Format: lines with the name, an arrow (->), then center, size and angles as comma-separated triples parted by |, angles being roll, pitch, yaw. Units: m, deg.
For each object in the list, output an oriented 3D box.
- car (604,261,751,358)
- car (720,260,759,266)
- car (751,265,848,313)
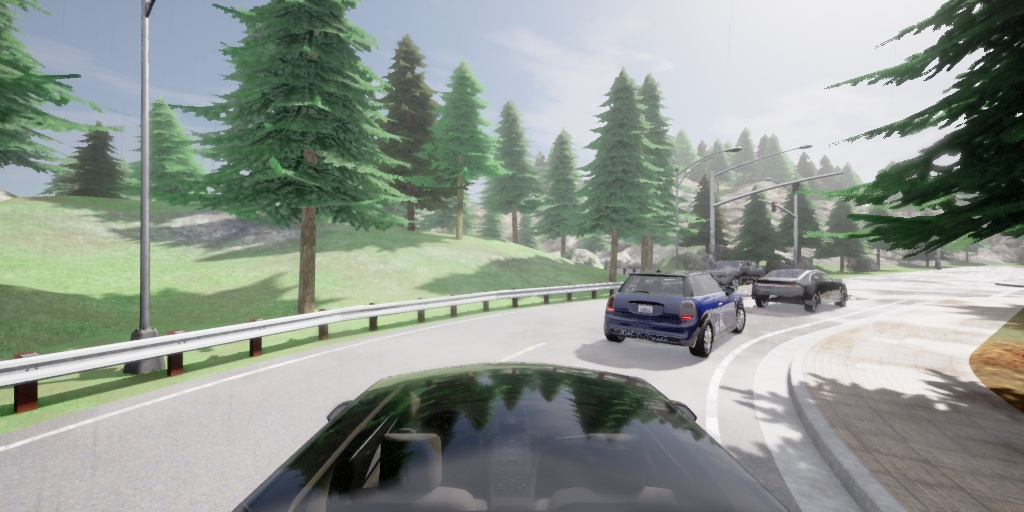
car -> 4.176, 1.109, 8.893 | 2.097, 1.767, 4.553 | 0, 0, 43
car -> 11.207, 0.949, 18.277 | 4.902, 1.511, 2.128 | 0, 0, -32
car -> 11.363, 1.256, 14.096 | 4.902, 1.511, 2.128 | 0, 0, -32
